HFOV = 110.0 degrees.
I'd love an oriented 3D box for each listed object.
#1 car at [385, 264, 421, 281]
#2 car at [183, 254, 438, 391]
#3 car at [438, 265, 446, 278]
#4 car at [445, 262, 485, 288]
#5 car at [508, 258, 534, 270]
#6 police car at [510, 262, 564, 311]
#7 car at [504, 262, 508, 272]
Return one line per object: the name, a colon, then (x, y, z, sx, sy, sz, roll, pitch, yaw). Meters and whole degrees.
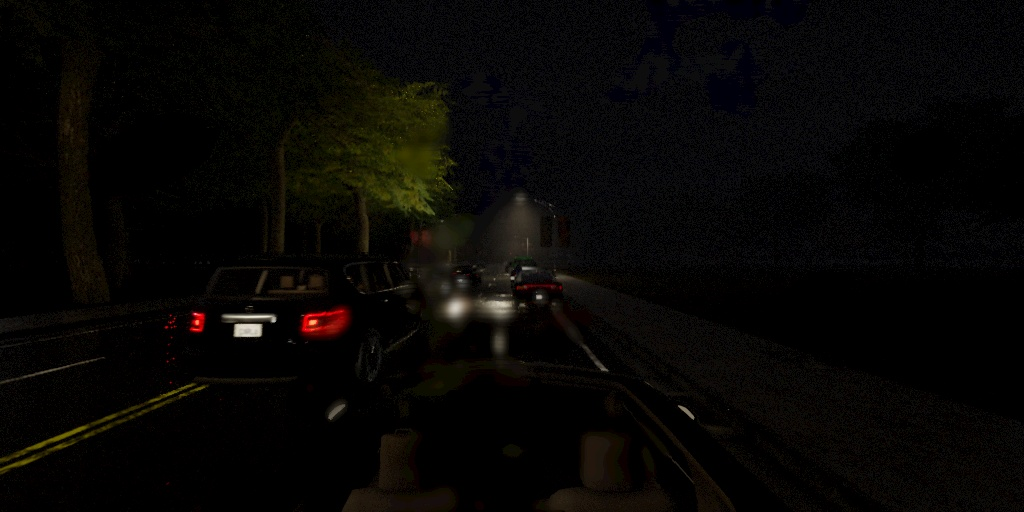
car: (-9.860, 1.474, 32.720, 1.994, 1.385, 4.181, 0, 0, 0)
car: (-3.153, 0.997, 6.965, 2.150, 2.045, 5.566, 0, 0, 0)
car: (-6.610, 1.517, 33.576, 1.895, 1.301, 4.718, 0, 0, 0)
car: (-3.158, 1.373, 25.195, 1.837, 1.490, 4.892, 0, 0, 0)
car: (0.967, 1.218, 24.961, 2.097, 1.767, 4.553, 0, 0, 0)
police car: (0.970, 1.242, 15.100, 1.930, 1.638, 5.238, 0, 0, 0)
car: (-0.002, 1.539, 51.220, 1.837, 1.490, 4.892, 0, 0, 0)
